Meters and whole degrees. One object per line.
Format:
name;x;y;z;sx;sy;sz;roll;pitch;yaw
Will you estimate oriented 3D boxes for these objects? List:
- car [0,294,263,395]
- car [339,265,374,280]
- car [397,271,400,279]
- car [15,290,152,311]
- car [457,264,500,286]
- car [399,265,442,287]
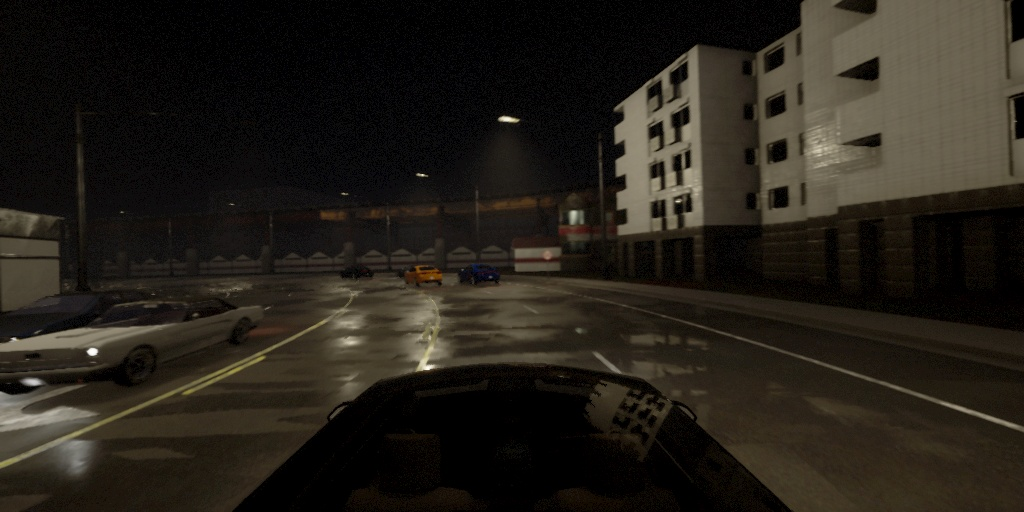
car;-7.466;1.588;7.540;1.895;1.301;4.718;-2;0;-8
car;-17.088;1.803;39.170;5.008;1.535;1.882;-2;0;39
car;-10.531;1.685;37.950;1.994;1.385;4.181;-2;0;-44
car;-11.273;1.655;9.569;2.033;1.411;5.357;-2;0;-12
car;-2.605;1.340;26.974;1.882;1.535;5.008;-2;0;-27
car;-6.884;1.473;27.480;1.882;1.535;5.008;-2;-1;-30
